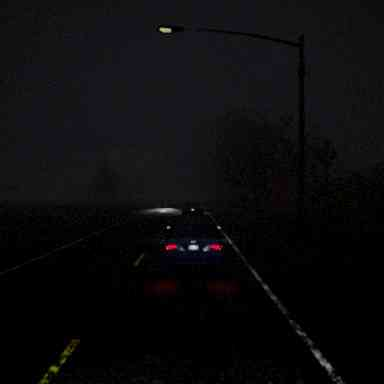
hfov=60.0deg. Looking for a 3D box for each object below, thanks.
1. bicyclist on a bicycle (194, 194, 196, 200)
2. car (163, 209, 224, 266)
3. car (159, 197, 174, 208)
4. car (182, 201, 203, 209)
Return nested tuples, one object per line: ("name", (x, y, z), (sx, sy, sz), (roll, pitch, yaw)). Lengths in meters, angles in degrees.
("bicyclist on a bicycle", (0.909, 1.479, 89.649), (0.582, 1.620, 1.656), (0, 0, 0))
("car", (0.059, 1.557, 11.547), (2.033, 1.411, 5.357), (0, 0, 0))
("car", (-3.612, 1.517, 48.430), (2.128, 1.511, 4.902), (0, 0, 0))
("car", (0.069, 1.583, 32.134), (1.994, 1.385, 4.181), (0, 0, 0))
